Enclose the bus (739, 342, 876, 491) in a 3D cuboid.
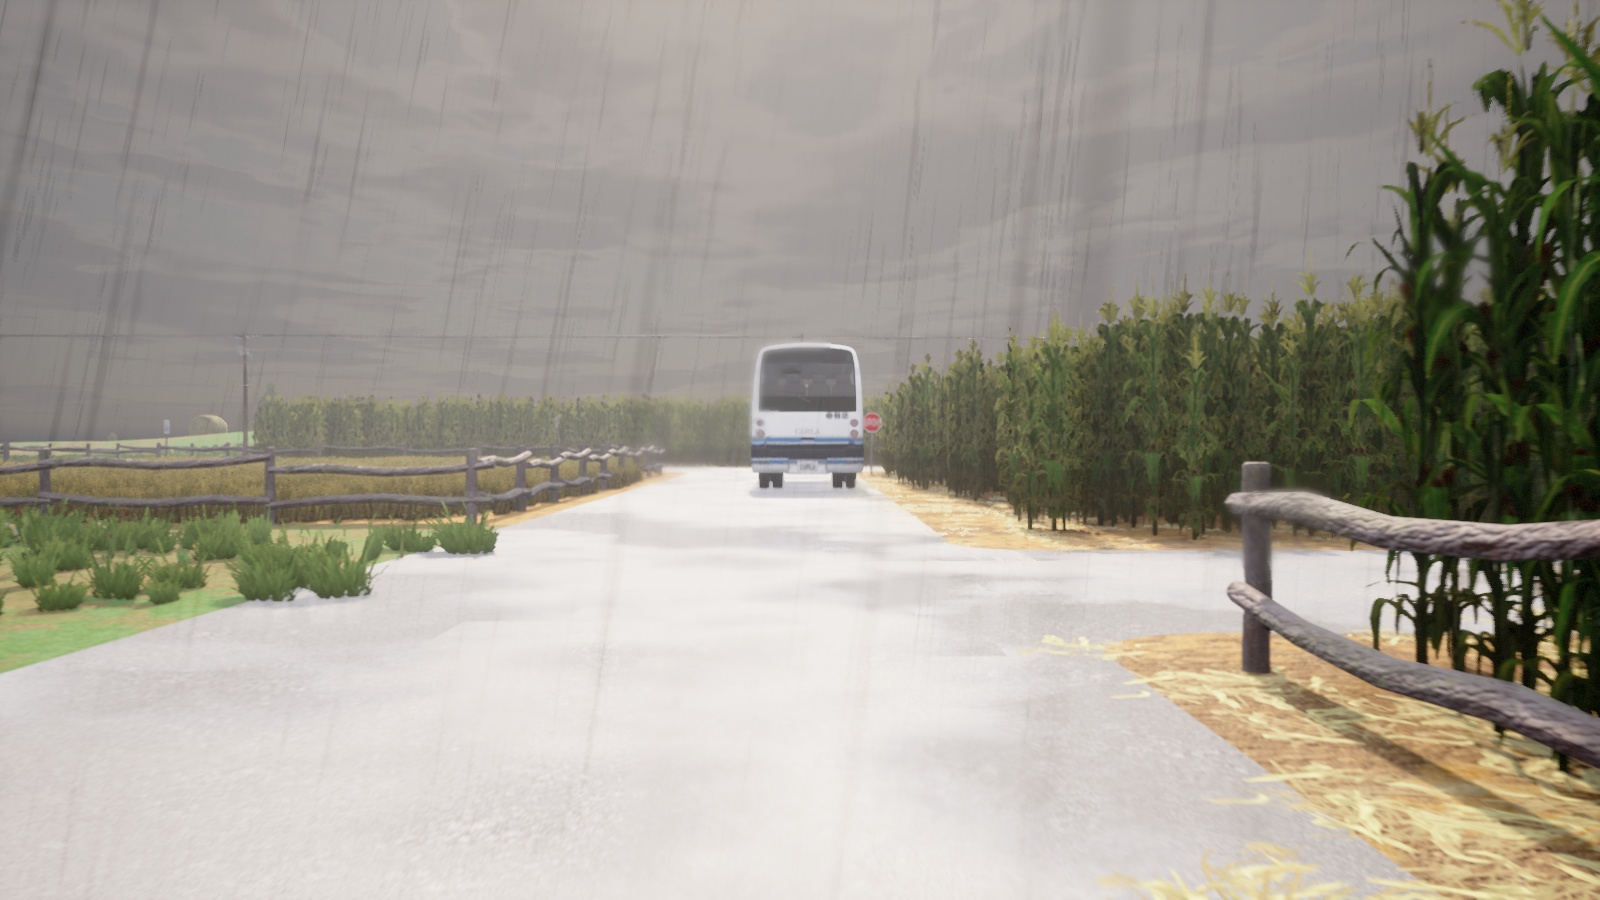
[{"bbox_3d":[0.248,-1.004,41.164,3.944,4.253,10.273,0,1,0],"label":"bus"}]
